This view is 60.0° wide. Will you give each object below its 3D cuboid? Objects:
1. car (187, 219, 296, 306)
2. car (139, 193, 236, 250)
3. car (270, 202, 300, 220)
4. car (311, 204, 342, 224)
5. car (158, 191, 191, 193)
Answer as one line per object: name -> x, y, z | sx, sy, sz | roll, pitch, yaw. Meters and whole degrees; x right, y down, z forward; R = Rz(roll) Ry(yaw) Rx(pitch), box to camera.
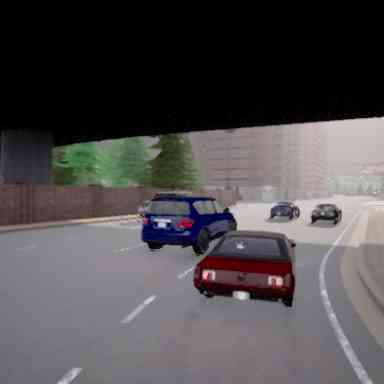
car -> 1.570, 1.602, 8.180 | 1.895, 1.301, 4.718 | 1, 0, 17
car -> 0.109, 1.190, 13.525 | 2.150, 2.045, 5.566 | 1, 0, 24
car -> 8.042, 1.567, 28.683 | 1.812, 1.442, 4.674 | 1, 0, 28
car -> 10.512, 1.630, 25.920 | 2.033, 1.411, 5.357 | 1, 0, 28
car -> -1.749, 0.942, 25.506 | 2.150, 2.045, 5.566 | 1, 0, 28
